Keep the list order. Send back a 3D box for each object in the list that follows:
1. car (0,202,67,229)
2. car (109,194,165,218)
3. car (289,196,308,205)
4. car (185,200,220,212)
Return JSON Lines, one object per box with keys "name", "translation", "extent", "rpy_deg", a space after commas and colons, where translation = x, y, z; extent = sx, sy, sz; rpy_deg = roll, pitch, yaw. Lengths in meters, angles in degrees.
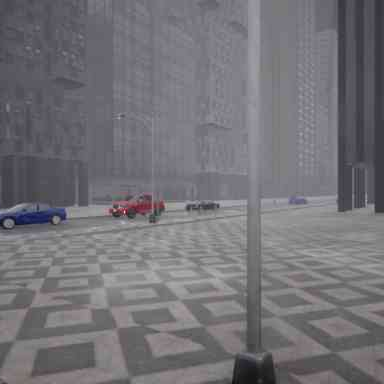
{"name": "car", "translation": [-10.714, 1.459, 21.719], "extent": [1.882, 1.535, 5.008], "rpy_deg": [0, 0, 36]}
{"name": "car", "translation": [-4.779, 1.189, 29.835], "extent": [2.150, 2.045, 5.566], "rpy_deg": [0, 0, 36]}
{"name": "car", "translation": [17.647, 1.401, 55.079], "extent": [1.882, 1.535, 5.008], "rpy_deg": [0, 0, 36]}
{"name": "car", "translation": [1.215, 1.555, 38.021], "extent": [1.895, 1.301, 4.718], "rpy_deg": [0, 0, 36]}
